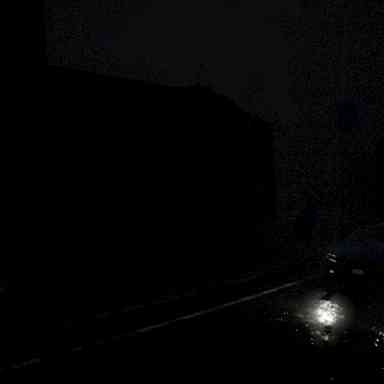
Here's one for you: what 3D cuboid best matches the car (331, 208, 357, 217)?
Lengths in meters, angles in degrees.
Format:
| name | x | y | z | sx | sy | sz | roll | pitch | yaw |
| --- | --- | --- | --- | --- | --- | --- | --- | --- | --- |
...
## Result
| name | x | y | z | sx | sy | sz | roll | pitch | yaw |
| --- | --- | --- | --- | --- | --- | --- | --- | --- | --- |
| car | 21.833 | 2.895 | 47.855 | 1.895 | 1.301 | 4.718 | -3 | -3 | 1 |

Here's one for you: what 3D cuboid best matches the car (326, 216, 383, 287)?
| name | x | y | z | sx | sy | sz | roll | pitch | yaw |
| --- | --- | --- | --- | --- | --- | --- | --- | --- | --- |
| car | 5.469 | 1.577 | 9.390 | 1.882 | 1.535 | 5.008 | -1 | -1 | 43 |
